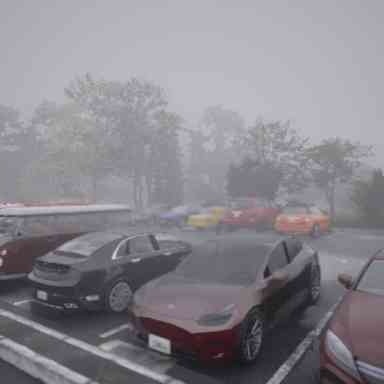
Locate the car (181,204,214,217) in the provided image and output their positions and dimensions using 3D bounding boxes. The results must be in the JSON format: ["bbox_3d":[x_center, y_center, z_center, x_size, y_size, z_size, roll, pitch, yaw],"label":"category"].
[{"bbox_3d":[1.820,1.638,22.059,1.946,1.575,5.366,-1,0,36],"label":"car"}]

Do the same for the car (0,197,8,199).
[{"bbox_3d":[-23.099,1.798,39.665,2.185,1.767,4.553,-1,0,36],"label":"car"}]

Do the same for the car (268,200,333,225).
[{"bbox_3d":[6.319,1.459,18.565,2.185,1.767,4.553,-1,0,36],"label":"car"}]

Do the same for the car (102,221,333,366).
[{"bbox_3d":[0.964,1.589,6.312,2.163,1.488,4.792,-1,0,36],"label":"car"}]

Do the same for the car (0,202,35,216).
[{"bbox_3d":[-20.815,1.940,38.068,2.002,1.452,4.674,-1,0,36],"label":"car"}]

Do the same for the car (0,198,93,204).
[{"bbox_3d":[-5.823,1.391,11.181,2.435,2.045,5.566,-1,0,36],"label":"car"}]

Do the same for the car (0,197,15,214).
[{"bbox_3d":[-25.360,1.696,41.290,2.435,2.045,5.566,-1,0,36],"label":"car"}]

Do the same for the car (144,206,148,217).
[{"bbox_3d":[-2.731,1.725,25.058,2.163,1.488,4.792,-1,0,36],"label":"car"}]

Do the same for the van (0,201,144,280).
[{"bbox_3d":[-3.713,1.390,9.559,1.878,1.987,4.442,-1,0,36],"label":"van"}]

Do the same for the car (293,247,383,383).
[{"bbox_3d":[3.244,1.572,4.716,2.002,1.452,4.674,-1,0,36],"label":"car"}]

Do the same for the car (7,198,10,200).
[{"bbox_3d":[-16.311,1.726,34.795,2.185,1.767,4.553,-1,0,36],"label":"car"}]

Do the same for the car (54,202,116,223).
[{"bbox_3d":[-9.498,1.777,29.956,2.231,1.521,4.892,-1,0,36],"label":"car"}]

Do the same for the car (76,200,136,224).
[{"bbox_3d":[-7.221,1.623,28.354,2.185,1.767,4.553,-1,0,36],"label":"car"}]

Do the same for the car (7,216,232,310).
[{"bbox_3d":[-1.285,1.588,7.953,2.231,1.521,4.892,-1,0,36],"label":"car"}]

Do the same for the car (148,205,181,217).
[{"bbox_3d":[-0.446,1.668,23.462,2.097,1.535,5.008,-1,0,36],"label":"car"}]

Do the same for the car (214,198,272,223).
[{"bbox_3d":[3.989,1.362,20.309,2.435,2.045,5.566,-1,0,36],"label":"car"}]
